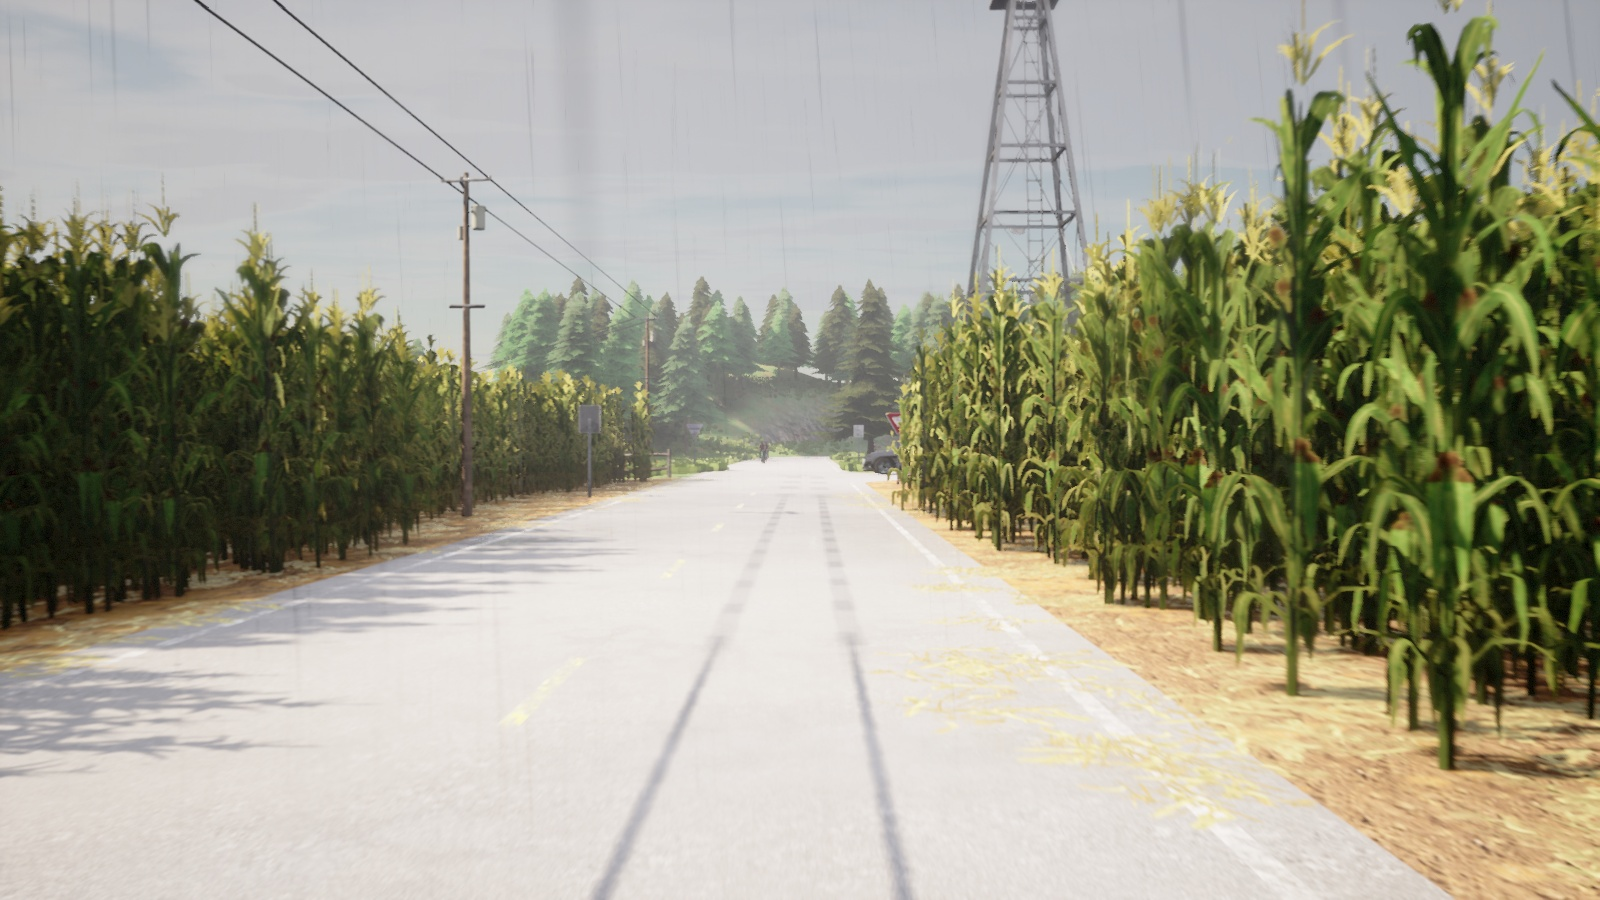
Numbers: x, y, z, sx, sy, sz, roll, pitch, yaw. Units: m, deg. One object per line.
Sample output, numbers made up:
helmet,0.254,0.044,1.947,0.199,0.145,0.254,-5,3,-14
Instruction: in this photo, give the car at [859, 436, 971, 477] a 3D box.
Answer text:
car,5.239,0.272,57.515,4.856,1.649,2.033,-2,0,-1
